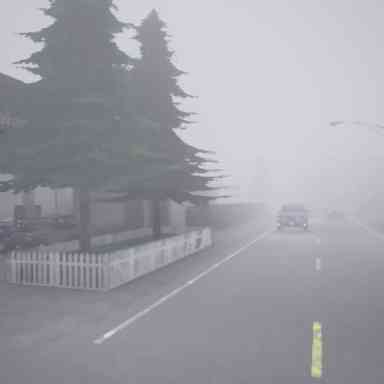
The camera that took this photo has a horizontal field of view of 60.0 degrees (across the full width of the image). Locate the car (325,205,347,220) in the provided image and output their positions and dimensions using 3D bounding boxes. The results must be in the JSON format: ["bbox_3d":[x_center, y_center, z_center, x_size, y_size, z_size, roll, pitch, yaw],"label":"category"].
[{"bbox_3d":[16.494,2.412,38.062,1.812,1.442,4.674,-2,-2,21],"label":"car"}]

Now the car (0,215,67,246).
[{"bbox_3d":[-11.093,2.547,22.799,2.242,1.667,4.611,-2,-2,20],"label":"car"}]

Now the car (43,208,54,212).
[{"bbox_3d":[-29.121,4.290,70.171,5.027,1.636,2.152,-2,-2,20],"label":"car"}]

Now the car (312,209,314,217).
[{"bbox_3d":[14.926,2.624,43.867,2.128,1.511,4.902,-2,-2,21],"label":"car"}]

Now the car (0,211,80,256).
[{"bbox_3d":[-7.306,2.103,16.769,1.905,1.878,3.866,-2,-2,20],"label":"car"}]

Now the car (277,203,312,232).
[{"bbox_3d":[8.031,1.940,26.230,2.150,2.045,5.566,-2,-2,21],"label":"car"}]

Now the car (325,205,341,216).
[{"bbox_3d":[19.998,2.615,47.312,1.812,1.442,4.674,-2,-2,21],"label":"car"}]
